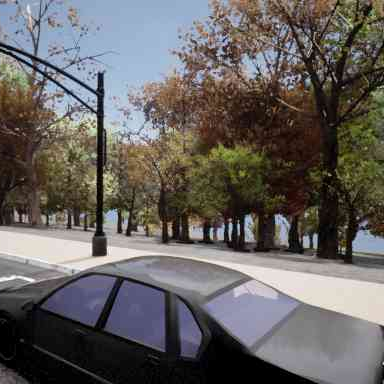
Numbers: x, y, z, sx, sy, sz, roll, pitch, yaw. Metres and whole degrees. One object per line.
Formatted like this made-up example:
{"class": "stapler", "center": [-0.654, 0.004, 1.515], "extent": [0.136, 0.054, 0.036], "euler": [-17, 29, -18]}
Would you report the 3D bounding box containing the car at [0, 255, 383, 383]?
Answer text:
{"class": "car", "center": [-0.551, 1.547, 4.071], "extent": [5.357, 1.411, 2.033], "euler": [0, 0, 35]}
